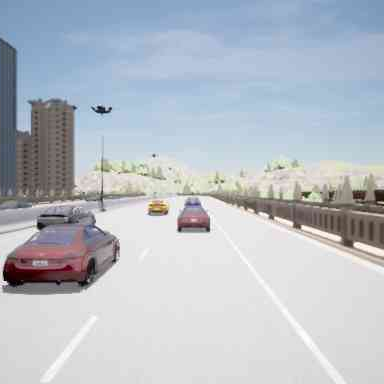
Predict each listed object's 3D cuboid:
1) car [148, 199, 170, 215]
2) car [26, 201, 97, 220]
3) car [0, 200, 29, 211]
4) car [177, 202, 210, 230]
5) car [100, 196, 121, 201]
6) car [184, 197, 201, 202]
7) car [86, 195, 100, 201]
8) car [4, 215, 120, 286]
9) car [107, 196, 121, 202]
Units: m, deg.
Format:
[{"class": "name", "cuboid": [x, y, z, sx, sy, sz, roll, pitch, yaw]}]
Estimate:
[{"class": "car", "cuboid": [-3.389, 1.480, 34.535, 1.882, 1.535, 5.008, 0, 0, 0]}, {"class": "car", "cuboid": [-6.893, 1.493, 18.652, 2.128, 1.511, 4.902, 0, 0, 0]}, {"class": "car", "cuboid": [-17.581, 1.529, 32.826, 1.812, 1.442, 4.674, 0, 0, 0]}, {"class": "car", "cuboid": [0.107, 1.565, 20.906, 1.994, 1.385, 4.181, 0, 0, 0]}, {"class": "car", "cuboid": [-14.016, 1.508, 58.061, 1.837, 1.490, 4.892, 0, 0, 1]}, {"class": "car", "cuboid": [0.115, 1.354, 42.048, 2.097, 1.767, 4.553, 0, 0, 0]}, {"class": "car", "cuboid": [-20.888, 1.360, 70.833, 2.097, 1.767, 4.553, 0, 0, 1]}, {"class": "car", "cuboid": [-3.396, 1.565, 9.455, 1.994, 1.385, 4.181, 0, 0, 0]}, {"class": "car", "cuboid": [-17.324, 1.601, 74.074, 1.895, 1.301, 4.718, 0, 0, 1]}]
